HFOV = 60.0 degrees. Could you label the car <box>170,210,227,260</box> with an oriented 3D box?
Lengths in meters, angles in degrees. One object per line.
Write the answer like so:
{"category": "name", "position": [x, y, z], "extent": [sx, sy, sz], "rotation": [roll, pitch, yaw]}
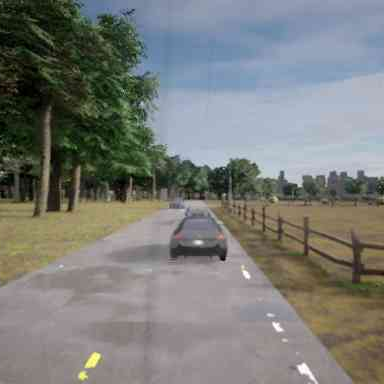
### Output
{"category": "car", "position": [0.249, 1.603, 12.670], "extent": [1.994, 1.385, 4.181], "rotation": [0, 0, 1]}

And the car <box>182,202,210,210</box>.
{"category": "car", "position": [0.444, 1.699, 26.139], "extent": [1.895, 1.301, 4.718], "rotation": [0, 0, 1]}

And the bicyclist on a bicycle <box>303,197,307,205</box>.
{"category": "bicyclist on a bicycle", "position": [20.832, 1.774, 61.304], "extent": [0.582, 1.620, 1.656], "rotation": [0, -1, 1]}

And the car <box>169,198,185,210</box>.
{"category": "car", "position": [-2.110, 1.580, 47.595], "extent": [2.097, 1.767, 4.553], "rotation": [0, 0, 1]}
